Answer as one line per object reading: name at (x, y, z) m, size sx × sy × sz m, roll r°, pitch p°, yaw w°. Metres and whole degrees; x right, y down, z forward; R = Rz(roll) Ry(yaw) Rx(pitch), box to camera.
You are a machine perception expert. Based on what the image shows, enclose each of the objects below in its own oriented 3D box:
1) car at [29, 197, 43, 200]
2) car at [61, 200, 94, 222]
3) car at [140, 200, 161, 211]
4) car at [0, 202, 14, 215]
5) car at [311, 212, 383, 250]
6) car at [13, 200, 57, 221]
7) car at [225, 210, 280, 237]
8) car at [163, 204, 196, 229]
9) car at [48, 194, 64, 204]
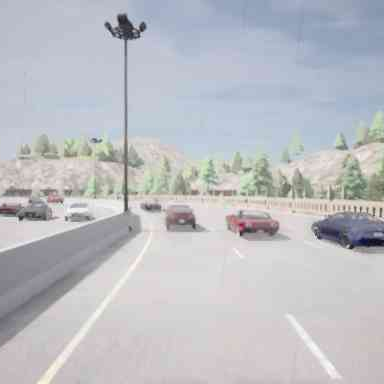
car at (-30.345, 1.704, 64.637) m, size 2.033 × 1.411 × 5.357 m, roll 0°, pitch 0°, yaw -39°
car at (-9.060, 1.530, 26.970) m, size 1.812 × 1.442 × 4.674 m, roll 0°, pitch 0°, yaw -12°
car at (-5.065, 1.618, 39.944) m, size 1.895 × 1.301 × 4.718 m, roll 0°, pitch 0°, yaw -18°
car at (-17.372, 1.627, 31.804) m, size 1.895 × 1.301 × 4.718 m, roll 0°, pitch 0°, yaw -16°
car at (6.806, 1.553, 14.343) m, size 1.994 × 1.385 × 4.181 m, roll 0°, pitch 0°, yaw -3°
car at (-12.666, 1.573, 27.117) m, size 1.994 × 1.385 × 4.181 m, roll 0°, pitch 0°, yaw -13°
car at (3.060, 1.590, 17.994) m, size 1.895 × 1.301 × 4.718 m, roll 0°, pitch 0°, yaw -5°
car at (-0.848, 1.518, 21.395) m, size 1.812 × 1.442 × 4.674 m, roll 0°, pitch 0°, yaw -7°
car at (-27.161, 1.368, 66.244) m, size 2.150 × 2.045 × 5.566 m, roll 0°, pitch 0°, yaw -36°
